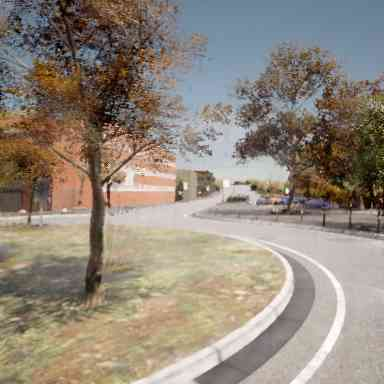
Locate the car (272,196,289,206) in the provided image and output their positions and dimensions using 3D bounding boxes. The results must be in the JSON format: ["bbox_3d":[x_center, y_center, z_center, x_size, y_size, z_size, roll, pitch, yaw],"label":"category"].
[{"bbox_3d":[16.509,1.890,62.037,1.895,1.301,4.718,0,0,8],"label":"car"}]

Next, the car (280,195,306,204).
[{"bbox_3d":[23.699,1.681,78.141,5.566,2.045,2.435,0,0,8],"label":"car"}]

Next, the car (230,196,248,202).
[{"bbox_3d":[12.833,1.931,90.880,4.674,1.452,2.002,0,0,8],"label":"car"}]

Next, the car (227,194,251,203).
[{"bbox_3d":[10.825,1.561,76.897,5.566,2.045,2.435,0,0,8],"label":"car"}]

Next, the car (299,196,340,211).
[{"bbox_3d":[16.300,1.638,42.071,1.812,1.442,4.674,0,0,-29],"label":"car"}]

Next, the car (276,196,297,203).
[{"bbox_3d":[25.281,1.992,89.198,5.008,1.535,2.097,0,0,8],"label":"car"}]

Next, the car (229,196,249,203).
[{"bbox_3d":[11.638,1.847,82.489,5.008,1.535,2.097,0,0,8],"label":"car"}]

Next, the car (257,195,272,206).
[{"bbox_3d":[13.192,1.834,61.935,1.994,1.385,4.181,0,0,8],"label":"car"}]

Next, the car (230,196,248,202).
[{"bbox_3d":[13.198,1.934,93.683,4.792,1.488,2.163,0,0,8],"label":"car"}]

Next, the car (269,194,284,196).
[{"bbox_3d":[17.697,1.686,70.560,2.097,1.767,4.553,0,0,8],"label":"car"}]

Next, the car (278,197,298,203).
[{"bbox_3d":[24.886,1.980,86.401,4.892,1.521,2.231,1,0,8],"label":"car"}]

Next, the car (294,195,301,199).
[{"bbox_3d":[22.854,1.762,72.422,4.553,1.767,2.185,0,0,8],"label":"car"}]
